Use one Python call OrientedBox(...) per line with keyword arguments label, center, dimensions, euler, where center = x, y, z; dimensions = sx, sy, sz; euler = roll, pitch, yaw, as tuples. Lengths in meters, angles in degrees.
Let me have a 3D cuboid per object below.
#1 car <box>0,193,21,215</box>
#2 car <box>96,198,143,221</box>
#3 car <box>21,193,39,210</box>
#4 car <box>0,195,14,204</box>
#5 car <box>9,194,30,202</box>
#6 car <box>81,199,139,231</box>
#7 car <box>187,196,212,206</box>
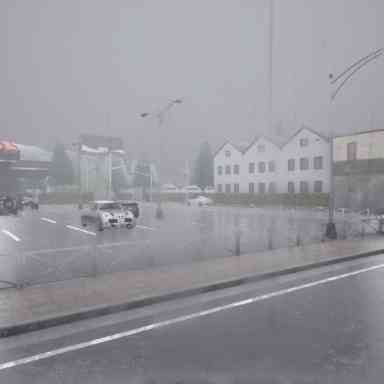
OrientedBox(label="car", center=(-17.266, 1.113, 30.307), dimensions=(1.932, 1.855, 4.605), euler=(0, 0, -36))
OrientedBox(label="car", center=(-5.800, 1.313, 26.193), dimensions=(2.007, 1.523, 4.514), euler=(0, 0, -36))
OrientedBox(label="car", center=(-19.163, 1.092, 38.620), dimensions=(1.905, 1.878, 3.866), euler=(0, 0, -36))
OrientedBox(label="car", center=(-38.474, 1.495, 66.610), dimensions=(4.611, 1.667, 2.242), euler=(0, 0, -36))
OrientedBox(label="car", center=(-38.233, 1.328, 73.739), dimensions=(3.866, 1.878, 1.905), euler=(0, 0, -36))
OrientedBox(label="car", center=(-4.685, 1.248, 18.327), dimensions=(1.970, 1.475, 3.806), euler=(0, 0, -36))
OrientedBox(label="car", center=(1.137, 1.349, 49.282), dimensions=(1.812, 1.442, 4.674), euler=(0, 0, -35))
